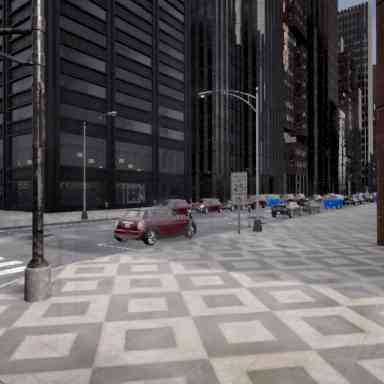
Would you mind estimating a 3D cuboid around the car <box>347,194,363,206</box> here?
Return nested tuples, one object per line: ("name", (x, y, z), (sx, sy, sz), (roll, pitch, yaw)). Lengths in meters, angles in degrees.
("car", (24.695, 1.421, 51.658), (1.947, 1.339, 4.313), (0, 0, 36))

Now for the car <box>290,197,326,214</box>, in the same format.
("car", (11.592, 1.466, 33.445), (1.947, 1.339, 4.313), (0, 0, 36))

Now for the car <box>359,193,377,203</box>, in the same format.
("car", (34.522, 1.372, 65.318), (1.887, 1.381, 4.507), (0, 0, 36))

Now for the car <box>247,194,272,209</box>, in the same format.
("car", (7.937, 1.234, 42.963), (2.192, 1.841, 5.009), (0, 0, 36))

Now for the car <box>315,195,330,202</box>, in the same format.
("car", (27.593, 1.409, 70.285), (2.008, 1.369, 4.403), (0, 0, 36))

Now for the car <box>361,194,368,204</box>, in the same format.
("car", (27.970, 1.411, 56.212), (1.947, 1.339, 4.313), (0, 0, 36))

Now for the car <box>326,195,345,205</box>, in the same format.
("car", (23.797, 1.339, 54.970), (1.882, 1.535, 5.008), (0, 0, 36))

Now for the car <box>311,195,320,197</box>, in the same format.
("car", (24.316, 1.307, 65.731), (1.967, 1.590, 4.097), (0, 0, 36))

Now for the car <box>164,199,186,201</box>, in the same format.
("car", (-1.890, 1.397, 29.302), (1.967, 1.590, 4.097), (0, 0, 36))

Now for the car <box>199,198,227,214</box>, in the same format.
("car", (1.386, 1.384, 33.856), (1.967, 1.590, 4.097), (0, 0, 36))

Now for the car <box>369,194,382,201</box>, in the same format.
("car", (41.073, 1.250, 74.425), (1.967, 1.590, 4.097), (0, 0, 36))

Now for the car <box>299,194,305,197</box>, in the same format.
("car", (17.764, 1.201, 56.623), (2.192, 1.841, 5.009), (0, 0, 36))

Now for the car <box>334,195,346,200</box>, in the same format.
("car", (37.420, 1.399, 83.945), (1.947, 1.339, 4.313), (0, 0, 36))

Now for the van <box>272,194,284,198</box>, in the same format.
("van", (11.212, 1.249, 47.516), (1.690, 1.788, 3.998), (0, 0, 36))

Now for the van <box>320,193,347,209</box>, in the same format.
("van", (18.143, 1.218, 42.552), (1.690, 1.788, 3.998), (0, 0, 36))

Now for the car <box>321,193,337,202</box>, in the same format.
("car", (30.868, 1.164, 74.838), (2.192, 1.841, 5.009), (0, 0, 36))

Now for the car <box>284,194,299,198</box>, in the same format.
("car", (14.489, 1.211, 52.070), (2.192, 1.841, 5.009), (0, 0, 36))

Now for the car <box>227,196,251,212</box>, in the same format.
("car", (4.662, 1.482, 38.410), (2.008, 1.369, 4.403), (0, 0, 36))

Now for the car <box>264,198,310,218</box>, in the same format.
("car", (8.317, 1.464, 28.892), (2.008, 1.369, 4.403), (0, 0, 36))

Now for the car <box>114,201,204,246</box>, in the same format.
("car", (-1.510, 1.393, 15.233), (1.967, 1.590, 4.097), (0, 0, 36))
